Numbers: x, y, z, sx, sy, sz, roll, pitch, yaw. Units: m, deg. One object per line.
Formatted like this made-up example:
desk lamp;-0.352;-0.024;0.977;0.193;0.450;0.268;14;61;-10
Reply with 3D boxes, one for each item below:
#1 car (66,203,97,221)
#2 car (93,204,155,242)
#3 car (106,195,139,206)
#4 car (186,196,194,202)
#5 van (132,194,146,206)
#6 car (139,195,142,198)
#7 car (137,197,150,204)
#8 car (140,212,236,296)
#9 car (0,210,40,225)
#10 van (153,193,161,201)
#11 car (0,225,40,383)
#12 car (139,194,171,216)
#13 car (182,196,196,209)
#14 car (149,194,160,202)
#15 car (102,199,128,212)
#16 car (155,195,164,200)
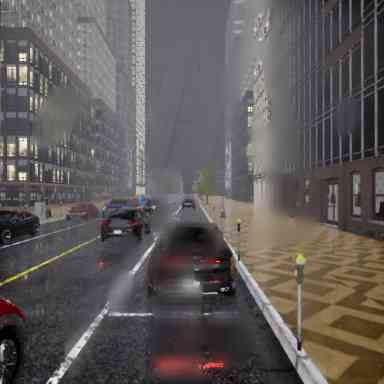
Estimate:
car;-8.832;1.575;27.183;1.802;1.307;4.206;0;0;0
car;-3.150;1.523;16.369;1.812;1.442;4.674;0;0;0
car;-6.242;1.344;28.664;2.097;1.767;4.553;0;0;0
car;-0.452;1.533;78.399;1.802;1.307;4.206;0;0;0
van;-8.832;1.315;55.645;1.690;1.788;3.998;0;0;0
car;-8.833;1.523;49.953;1.887;1.381;4.507;0;0;0
car;-8.833;1.550;61.338;1.802;1.307;4.206;0;0;0
car;0.000;1.503;8.649;1.837;1.490;4.892;0;0;0
car;-8.833;1.563;15.800;1.947;1.339;4.313;0;0;0
van;-8.831;1.286;84.106;1.690;1.788;3.998;0;0;0
car;-3.051;1.351;2.173;2.097;1.767;4.553;0;0;0
car;-3.056;1.342;29.362;2.097;1.767;4.553;0;0;0
car;-0.452;1.548;44.248;1.947;1.339;4.313;0;0;0
car;-8.832;1.391;78.413;1.967;1.590;4.097;0;0;0
car;-8.833;1.537;38.569;2.008;1.369;4.403;0;0;0
car;-8.832;1.504;89.799;1.947;1.339;4.313;0;0;0
